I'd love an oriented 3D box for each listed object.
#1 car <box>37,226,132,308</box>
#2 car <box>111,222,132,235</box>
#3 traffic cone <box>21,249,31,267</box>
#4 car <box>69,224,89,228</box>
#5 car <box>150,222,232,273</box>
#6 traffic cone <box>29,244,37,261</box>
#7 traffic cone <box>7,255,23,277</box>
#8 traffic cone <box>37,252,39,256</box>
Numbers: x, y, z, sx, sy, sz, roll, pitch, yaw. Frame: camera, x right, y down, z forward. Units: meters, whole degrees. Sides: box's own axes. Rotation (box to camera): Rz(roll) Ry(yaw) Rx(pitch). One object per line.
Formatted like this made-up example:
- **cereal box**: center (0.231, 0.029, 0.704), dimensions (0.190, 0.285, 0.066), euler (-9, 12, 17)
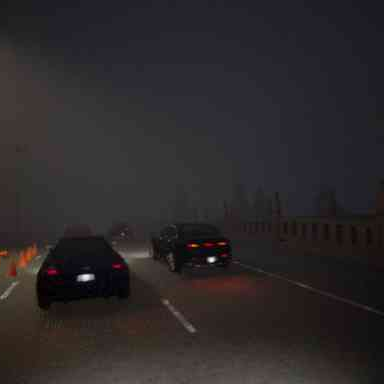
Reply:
- **car**: center (-2.864, 1.845, 8.807), dimensions (1.994, 1.385, 4.181), euler (-1, -2, -19)
- **car**: center (-6.638, 3.523, 30.340), dimensions (1.837, 1.490, 4.892), euler (-1, -5, -19)
- **traffic cone**: center (-6.430, 2.548, 12.643), dimensions (0.340, 0.580, 0.340), euler (-1, -3, -19)
- **car**: center (-8.868, 3.231, 26.090), dimensions (1.882, 1.535, 5.008), euler (-1, -5, -19)
- **car**: center (-0.234, 1.828, 11.894), dimensions (1.837, 1.490, 4.892), euler (-1, -3, -19)
- **traffic cone**: center (-7.085, 2.689, 14.529), dimensions (0.340, 0.580, 0.340), euler (-1, -4, -19)
- **traffic cone**: center (-5.775, 2.424, 10.761), dimensions (0.340, 0.580, 0.340), euler (-1, -3, -19)
- **traffic cone**: center (-7.739, 2.844, 16.412), dimensions (0.340, 0.580, 0.340), euler (-1, -4, -19)
